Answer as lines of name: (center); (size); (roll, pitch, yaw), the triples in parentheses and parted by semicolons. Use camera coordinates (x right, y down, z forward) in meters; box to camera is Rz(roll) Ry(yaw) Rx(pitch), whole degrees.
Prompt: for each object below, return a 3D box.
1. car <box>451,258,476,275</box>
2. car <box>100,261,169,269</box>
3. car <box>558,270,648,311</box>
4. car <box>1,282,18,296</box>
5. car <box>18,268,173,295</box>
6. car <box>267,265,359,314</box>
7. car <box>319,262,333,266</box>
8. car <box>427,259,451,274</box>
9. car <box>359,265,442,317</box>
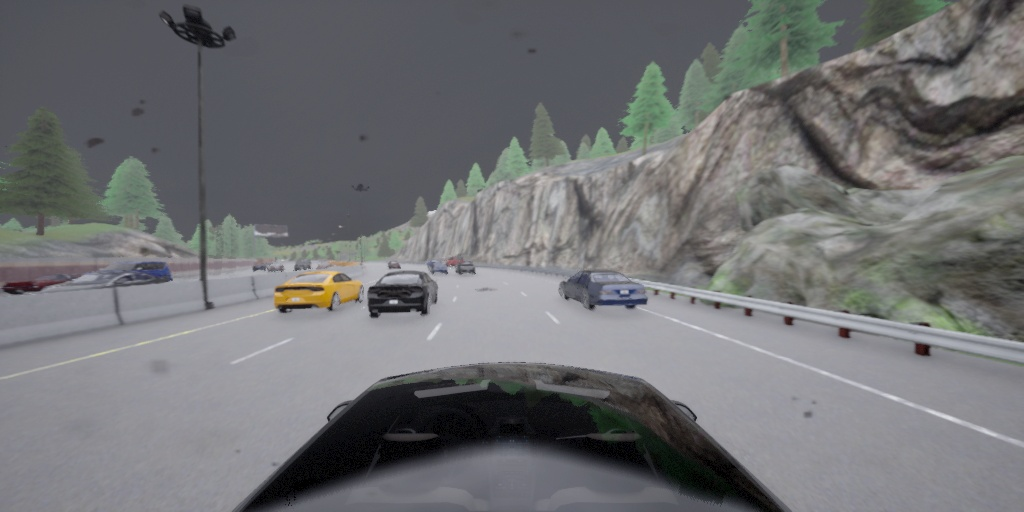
car: (-5.350, 1.325, 40.844); (2.128, 1.511, 4.902); (-1, 0, -15)
car: (-27.122, 1.396, 25.524); (2.150, 2.045, 5.566); (-1, 0, -11)
car: (3.366, 1.245, 14.326); (2.033, 1.411, 5.357); (-1, 0, -8)
car: (-30.399, 1.823, 24.008); (1.895, 1.301, 4.718); (-1, 0, -11)
car: (-18.727, 1.534, 16.774); (2.128, 1.511, 4.902); (-1, 0, -7)
car: (-7.688, 1.347, 14.774); (1.882, 1.535, 5.008); (0, 0, -6)
car: (-28.980, 1.678, 55.672); (1.882, 1.535, 5.008); (-1, 0, -22)
car: (-9.071, 1.439, 43.676); (2.033, 1.411, 5.357); (-1, 0, -19)
car: (-3.958, 1.289, 13.657); (1.882, 1.535, 5.008); (0, 0, -6)
